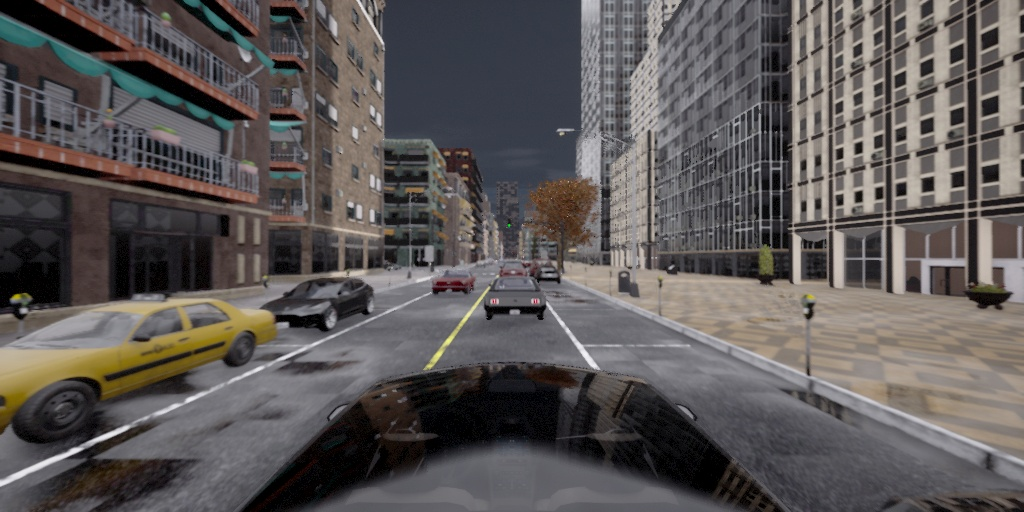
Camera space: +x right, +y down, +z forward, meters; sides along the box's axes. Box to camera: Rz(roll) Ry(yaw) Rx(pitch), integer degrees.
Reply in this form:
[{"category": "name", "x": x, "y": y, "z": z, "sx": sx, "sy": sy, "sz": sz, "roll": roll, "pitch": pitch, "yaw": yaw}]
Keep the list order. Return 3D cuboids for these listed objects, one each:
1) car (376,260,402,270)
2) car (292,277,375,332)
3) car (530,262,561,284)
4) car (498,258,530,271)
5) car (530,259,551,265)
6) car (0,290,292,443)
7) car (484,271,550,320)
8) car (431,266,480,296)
[{"category": "car", "x": -16.441, "y": 1.229, "z": 46.111, "sx": 4.403, "sy": 1.370, "sz": 2.007, "roll": 0, "pitch": 0, "yaw": -1}, {"category": "car", "x": -5.691, "y": 1.342, "z": 11.049, "sx": 1.948, "sy": 1.339, "sz": 4.313, "roll": 0, "pitch": 0, "yaw": 0}, {"category": "car", "x": 2.688, "y": 1.394, "z": 27.618, "sx": 1.948, "sy": 1.339, "sz": 4.313, "roll": 0, "pitch": 0, "yaw": 0}, {"category": "car", "x": 0.089, "y": 1.181, "z": 27.931, "sx": 2.097, "sy": 1.767, "sz": 4.553, "roll": 0, "pitch": 0, "yaw": 0}, {"category": "car", "x": 2.687, "y": 1.161, "z": 33.142, "sx": 2.192, "sy": 1.841, "sz": 5.009, "roll": 0, "pitch": 0, "yaw": 0}, {"category": "car", "x": -5.690, "y": 1.286, "z": 5.357, "sx": 1.751, "sy": 1.417, "sz": 4.829, "roll": 0, "pitch": 0, "yaw": 0}, {"category": "car", "x": 0.094, "y": 1.382, "z": 12.812, "sx": 1.895, "sy": 1.301, "sz": 4.718, "roll": 0, "pitch": 0, "yaw": 0}, {"category": "car", "x": -3.100, "y": 1.404, "z": 19.860, "sx": 1.895, "sy": 1.301, "sz": 4.718, "roll": 0, "pitch": 0, "yaw": 0}]
